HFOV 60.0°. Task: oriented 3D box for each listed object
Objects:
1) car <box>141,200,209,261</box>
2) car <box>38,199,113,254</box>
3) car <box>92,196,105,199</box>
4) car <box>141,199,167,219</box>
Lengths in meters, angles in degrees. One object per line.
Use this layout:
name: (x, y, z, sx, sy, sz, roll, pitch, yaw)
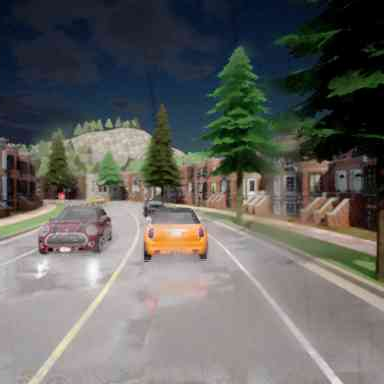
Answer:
car: (-0.670, 1.334, 12.467, 2.097, 1.767, 4.553, 0, 0, -5)
car: (-4.485, 1.341, 13.399, 2.097, 1.767, 4.553, 0, 0, -6)
car: (-15.237, 1.427, 54.031, 1.882, 1.535, 5.008, 0, 0, -25)
car: (-3.494, 1.466, 30.095, 1.837, 1.490, 4.892, 0, 0, -13)
